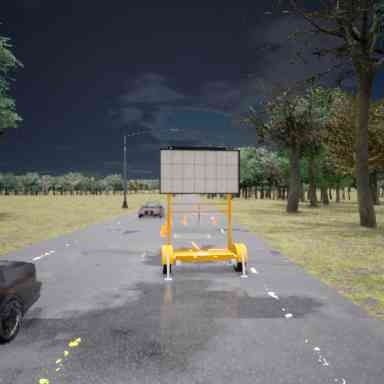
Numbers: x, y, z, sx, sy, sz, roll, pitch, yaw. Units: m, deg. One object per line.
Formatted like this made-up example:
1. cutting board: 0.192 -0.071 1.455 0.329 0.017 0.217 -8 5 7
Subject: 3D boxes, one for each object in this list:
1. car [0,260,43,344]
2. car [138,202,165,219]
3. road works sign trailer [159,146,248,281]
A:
1. car: -3.597 1.545 3.663 2.033 1.411 5.357 0 0 0
2. car: -3.482 1.568 28.972 1.994 1.385 4.181 0 0 0
3. road works sign trailer: 0.202 0.461 9.989 2.380 3.560 2.880 0 0 -8
